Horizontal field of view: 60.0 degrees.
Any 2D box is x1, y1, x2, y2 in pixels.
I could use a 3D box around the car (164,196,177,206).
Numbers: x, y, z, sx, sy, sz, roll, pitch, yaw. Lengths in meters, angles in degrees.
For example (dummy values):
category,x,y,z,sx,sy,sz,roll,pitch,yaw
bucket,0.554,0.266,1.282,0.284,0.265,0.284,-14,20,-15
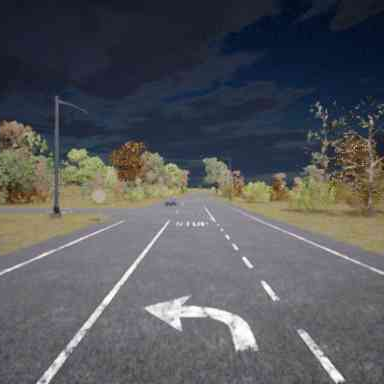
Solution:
category,x,y,z,sx,sy,sz,roll,pitch,yaw
car,-3.400,1.430,53.608,1.837,1.490,4.892,0,0,0
